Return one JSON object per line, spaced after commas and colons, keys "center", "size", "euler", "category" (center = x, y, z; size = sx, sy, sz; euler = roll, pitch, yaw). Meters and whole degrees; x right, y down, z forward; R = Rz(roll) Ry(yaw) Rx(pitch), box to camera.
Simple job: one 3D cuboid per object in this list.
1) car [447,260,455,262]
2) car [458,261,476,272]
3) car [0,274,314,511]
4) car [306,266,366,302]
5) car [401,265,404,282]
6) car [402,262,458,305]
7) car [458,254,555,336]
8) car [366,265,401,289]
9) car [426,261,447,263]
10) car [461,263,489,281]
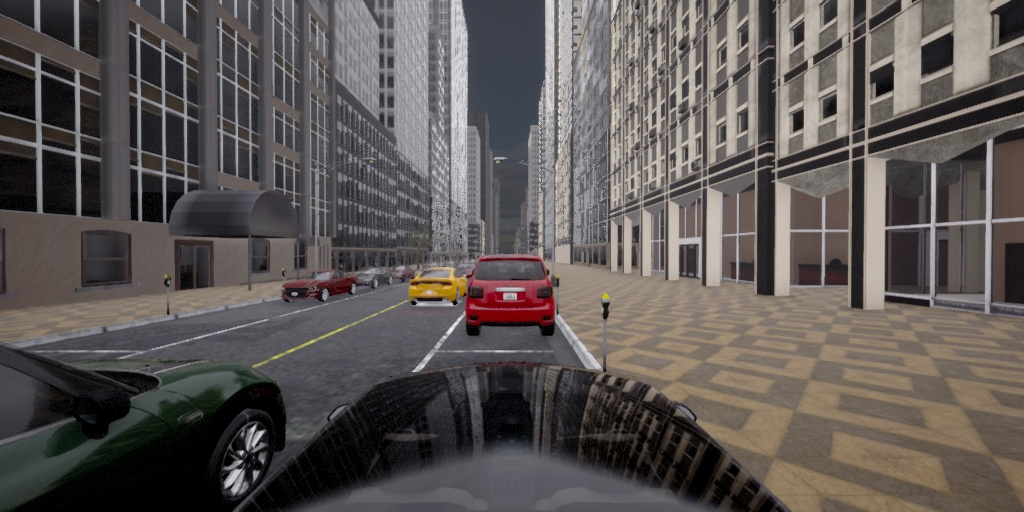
{"center": [-8.837, 1.290, 50.940], "size": [2.007, 1.370, 4.403], "euler": [0, 0, 0], "category": "car"}
{"center": [-6.146, 1.396, 49.068], "size": [1.895, 1.301, 4.718], "euler": [0, 0, 0], "category": "car"}
{"center": [-3.146, 1.101, 1.470], "size": [2.097, 1.767, 4.553], "euler": [0, 0, 0], "category": "car"}
{"center": [-8.837, 1.292, 16.839], "size": [1.888, 1.381, 4.507], "euler": [0, 0, 0], "category": "car"}
{"center": [-8.837, 1.327, 28.206], "size": [1.802, 1.307, 4.207], "euler": [0, 0, 0], "category": "car"}
{"center": [-3.146, 1.233, 16.097], "size": [1.882, 1.535, 5.008], "euler": [0, 0, 0], "category": "car"}
{"center": [-0.039, 0.976, 10.531], "size": [2.150, 2.045, 5.566], "euler": [0, 0, 0], "category": "car"}
{"center": [-8.838, 1.296, 22.523], "size": [2.007, 1.370, 4.403], "euler": [0, 0, 0], "category": "car"}
{"center": [-8.837, 1.293, 39.574], "size": [2.007, 1.370, 4.403], "euler": [0, 0, 0], "category": "car"}
{"center": [-3.146, 1.318, 31.098], "size": [1.994, 1.385, 4.181], "euler": [0, 0, 0], "category": "car"}
